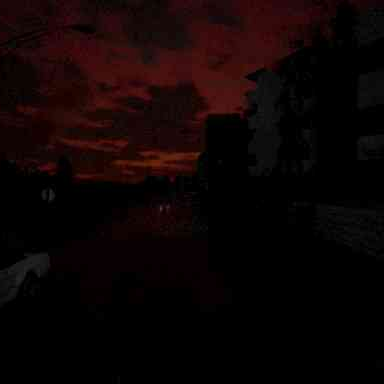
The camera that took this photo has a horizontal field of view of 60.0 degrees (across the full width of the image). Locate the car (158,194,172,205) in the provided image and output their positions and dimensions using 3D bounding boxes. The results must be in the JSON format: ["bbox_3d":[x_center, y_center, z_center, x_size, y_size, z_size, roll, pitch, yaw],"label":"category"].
[{"bbox_3d":[-4.060,1.105,51.123,2.128,1.511,4.902,0,0,0],"label":"car"}]

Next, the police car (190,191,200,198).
[{"bbox_3d":[1.210,0.708,93.957,1.930,1.638,5.238,0,0,0],"label":"police car"}]

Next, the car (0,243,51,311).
[{"bbox_3d":[-4.100,1.560,5.227,1.895,1.301,4.718,0,0,0],"label":"car"}]
